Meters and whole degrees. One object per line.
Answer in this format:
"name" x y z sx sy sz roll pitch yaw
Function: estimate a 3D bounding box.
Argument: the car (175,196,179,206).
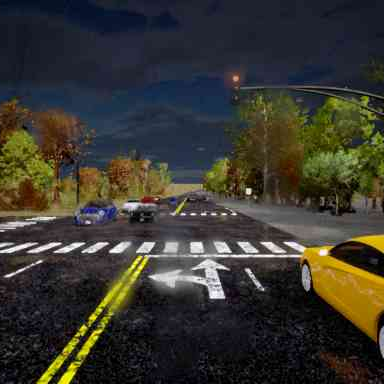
"car" -3.491 1.531 54.437 1.812 1.442 4.674 0 0 0

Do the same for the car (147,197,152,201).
"car" -6.732 1.482 51.619 1.882 1.535 5.008 0 0 0

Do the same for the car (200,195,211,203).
"car" 3.073 1.506 71.529 2.128 1.511 4.902 0 0 0

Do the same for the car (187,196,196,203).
"car" -0.159 1.567 72.197 1.994 1.385 4.181 0 0 0

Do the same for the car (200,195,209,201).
"car" 3.022 1.459 81.684 2.033 1.411 5.357 0 0 0

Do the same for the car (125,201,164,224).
"car" -3.413 1.595 24.925 1.895 1.301 4.718 0 0 0

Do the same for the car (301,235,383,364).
"car" 3.347 1.444 5.450 1.882 1.535 5.008 0 1 0

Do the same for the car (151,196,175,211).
"car" -3.462 1.508 40.266 1.837 1.490 4.892 0 0 0

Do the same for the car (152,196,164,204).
"car" -6.712 1.485 66.292 1.882 1.535 5.008 0 0 0

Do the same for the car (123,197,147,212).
"car" -6.711 1.528 38.502 1.812 1.442 4.674 0 0 0

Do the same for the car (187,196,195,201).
"car" -0.228 1.608 82.020 1.895 1.301 4.718 0 0 0

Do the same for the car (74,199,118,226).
"car" -6.664 1.348 23.490 2.097 1.767 4.553 0 0 0
